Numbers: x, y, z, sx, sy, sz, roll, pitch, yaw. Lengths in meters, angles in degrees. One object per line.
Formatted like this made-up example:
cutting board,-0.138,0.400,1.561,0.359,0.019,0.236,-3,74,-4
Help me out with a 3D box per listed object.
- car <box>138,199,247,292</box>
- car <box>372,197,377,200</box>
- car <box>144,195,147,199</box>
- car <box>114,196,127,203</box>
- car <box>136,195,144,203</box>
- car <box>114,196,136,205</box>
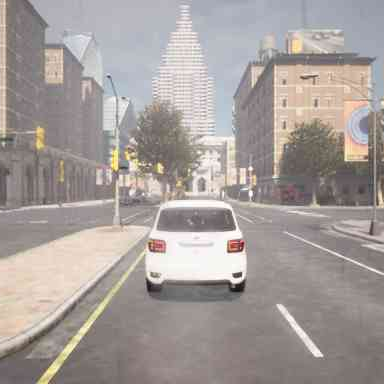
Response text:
car,0.077,1.221,9.056,2.150,2.045,5.566,0,0,0
car,37.736,1.480,71.450,2.231,1.521,4.892,0,0,0
car,-11.731,1.499,78.756,1.837,1.490,4.892,0,0,0
car,-14.954,1.594,69.897,1.895,1.301,4.718,0,0,0
car,-11.701,1.600,68.574,1.895,1.301,4.718,0,0,0
car,-11.726,1.504,58.520,1.837,1.490,4.892,0,0,0
